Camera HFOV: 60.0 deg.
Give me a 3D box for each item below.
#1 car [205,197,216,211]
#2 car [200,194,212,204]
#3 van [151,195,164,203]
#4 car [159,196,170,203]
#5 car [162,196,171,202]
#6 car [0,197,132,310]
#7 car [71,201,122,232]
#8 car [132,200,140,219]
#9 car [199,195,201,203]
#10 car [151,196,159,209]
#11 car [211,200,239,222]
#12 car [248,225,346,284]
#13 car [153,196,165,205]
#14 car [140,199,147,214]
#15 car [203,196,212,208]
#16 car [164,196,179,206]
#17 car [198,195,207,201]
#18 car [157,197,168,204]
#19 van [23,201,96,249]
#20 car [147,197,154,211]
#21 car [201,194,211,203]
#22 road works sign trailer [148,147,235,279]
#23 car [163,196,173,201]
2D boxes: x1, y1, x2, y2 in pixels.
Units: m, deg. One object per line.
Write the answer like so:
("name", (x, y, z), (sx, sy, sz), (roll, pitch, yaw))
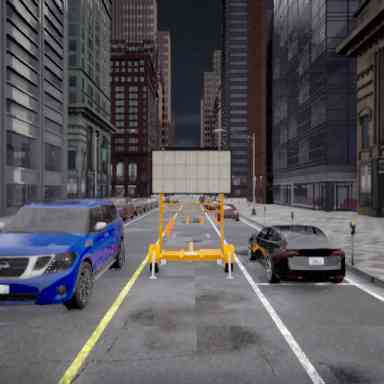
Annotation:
("car", (2.699, 1.588, 37.610), (1.802, 1.307, 4.206), (0, 0, 0))
("car", (2.650, 1.341, 65.790), (2.192, 1.841, 5.009), (0, 0, 0))
("van", (-5.855, 1.356, 54.500), (1.690, 1.788, 3.998), (0, 0, 0))
("car", (-5.883, 1.598, 71.410), (1.947, 1.339, 4.313), (0, 0, 0))
("car", (-5.893, 1.605, 77.046), (1.947, 1.339, 4.313), (0, 0, 0))
("car", (-3.110, 1.221, 8.150), (2.150, 2.045, 5.566), (0, 0, 0))
("car", (-5.798, 1.442, 20.680), (1.967, 1.590, 4.097), (0, 0, 0))
("car", (-5.808, 1.318, 26.317), (2.192, 1.841, 5.009), (0, 0, 0))
("car", (2.660, 1.335, 60.154), (2.192, 1.841, 5.009), (0, 0, 0))
("car", (-5.835, 1.559, 43.226), (2.008, 1.369, 4.403), (0, 0, 0))
("car", (2.718, 1.585, 26.337), (1.802, 1.307, 4.206), (0, 0, 0))
("car", (2.747, 1.566, 9.428), (1.947, 1.339, 4.313), (0, 0, 0))
("car", (-5.864, 1.545, 59.966), (1.752, 1.417, 4.829), (0, 0, 0))
("car", (-5.816, 1.570, 31.954), (1.947, 1.339, 4.313), (0, 0, 0))
("car", (2.690, 1.590, 43.247), (1.802, 1.307, 4.206), (0, 0, 0))
("car", (-3.089, 1.503, 54.057), (1.882, 1.535, 5.008), (0, 0, 0))
("car", (2.622, 1.486, 82.699), (1.967, 1.590, 4.097), (0, 0, 0))
("car", (-5.873, 1.608, 65.773), (1.802, 1.307, 4.206), (0, 0, 0))
("van", (-5.789, 1.342, 15.043), (1.690, 1.788, 3.998), (0, 0, 0))
("car", (-5.826, 1.572, 37.590), (1.947, 1.339, 4.313), (0, 0, 0))
("car", (2.680, 1.451, 48.883), (1.967, 1.590, 4.097), (0, 0, 0))
("road works sign trailer", (-0.014, 0.464, 10.031), (2.380, 3.560, 2.880), (0, 0, 0))
("car", (-5.902, 1.597, 82.683), (2.008, 1.369, 4.403), (0, 0, 0))
